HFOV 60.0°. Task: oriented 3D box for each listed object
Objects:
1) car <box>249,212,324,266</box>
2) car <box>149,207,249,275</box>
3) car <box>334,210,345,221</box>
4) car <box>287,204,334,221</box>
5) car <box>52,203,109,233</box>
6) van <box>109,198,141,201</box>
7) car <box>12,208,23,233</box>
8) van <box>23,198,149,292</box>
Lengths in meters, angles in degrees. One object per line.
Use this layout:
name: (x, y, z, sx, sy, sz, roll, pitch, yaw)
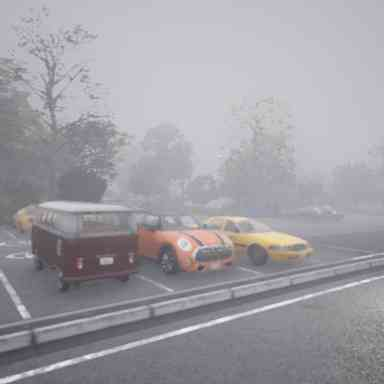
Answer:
car: (1.842, 1.596, 12.395, 1.946, 1.575, 5.366, 1, -1, -36)
car: (-0.649, 1.418, 10.865, 2.185, 1.767, 4.553, 1, -1, -36)
car: (14.513, 2.206, 36.897, 2.185, 1.767, 4.553, 2, -1, -35)
car: (11.964, 2.258, 35.004, 2.002, 1.452, 4.674, 3, -1, -36)
car: (-7.289, 1.554, 21.392, 1.946, 1.575, 5.366, 1, -1, -36)
van: (-4.842, 1.384, 22.783, 1.878, 1.987, 4.442, 1, -1, -36)
car: (-9.447, 1.510, 19.837, 1.946, 1.575, 5.366, 1, -1, -36)
van: (-3.161, 1.273, 9.159, 1.878, 1.987, 4.442, 1, -1, -36)
